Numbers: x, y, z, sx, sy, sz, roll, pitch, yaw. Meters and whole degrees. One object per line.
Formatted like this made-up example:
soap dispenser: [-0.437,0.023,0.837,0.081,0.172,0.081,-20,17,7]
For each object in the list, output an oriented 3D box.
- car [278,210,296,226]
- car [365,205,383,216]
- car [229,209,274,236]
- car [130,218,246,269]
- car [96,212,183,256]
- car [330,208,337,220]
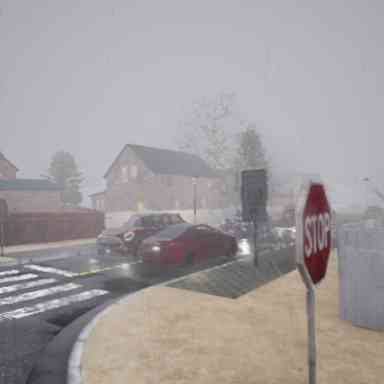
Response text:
car: [9.340,2.335,30.165,1.994,1.385,4.181,-2,-2,36]
car: [27.028,2.740,49.517,1.837,1.490,4.892,-2,-2,36]
car: [3.769,1.929,22.517,2.097,1.767,4.553,-2,-2,36]
car: [0.027,1.855,12.428,1.994,1.385,4.181,-2,-2,37]
car: [-1.956,1.729,14.584,2.097,1.767,4.553,-2,-2,35]
car: [15.187,2.522,38.166,2.033,1.411,5.357,-2,-2,36]
